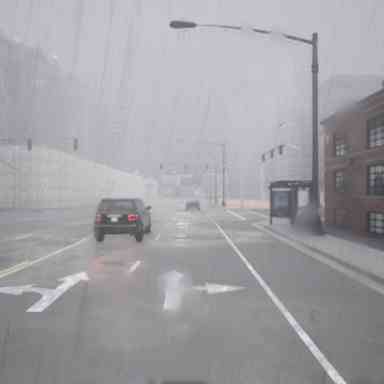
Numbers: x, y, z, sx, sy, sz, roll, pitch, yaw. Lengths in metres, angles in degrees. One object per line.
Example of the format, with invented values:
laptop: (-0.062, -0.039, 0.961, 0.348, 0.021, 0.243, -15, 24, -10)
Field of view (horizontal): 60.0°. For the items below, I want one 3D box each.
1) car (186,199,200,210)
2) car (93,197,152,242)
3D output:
car: (0.138, 1.664, 45.022, 2.128, 1.511, 4.902, 0, 0, 0)
car: (-3.384, 1.287, 17.019, 2.150, 2.045, 5.566, 0, 0, -1)
